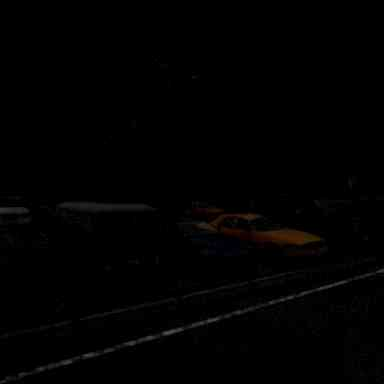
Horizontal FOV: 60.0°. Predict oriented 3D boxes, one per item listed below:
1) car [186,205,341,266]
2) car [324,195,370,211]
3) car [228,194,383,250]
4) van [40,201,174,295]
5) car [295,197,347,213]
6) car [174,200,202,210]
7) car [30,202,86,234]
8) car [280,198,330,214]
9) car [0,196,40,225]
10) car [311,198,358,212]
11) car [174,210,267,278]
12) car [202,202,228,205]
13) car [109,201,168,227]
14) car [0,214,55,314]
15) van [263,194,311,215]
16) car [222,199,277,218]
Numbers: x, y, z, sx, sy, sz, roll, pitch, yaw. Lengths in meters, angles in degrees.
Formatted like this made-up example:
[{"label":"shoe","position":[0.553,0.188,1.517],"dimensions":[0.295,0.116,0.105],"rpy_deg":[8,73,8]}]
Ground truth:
[{"label":"car","position":[2.203,1.468,11.946],"dimensions":[1.946,1.575,5.366],"rpy_deg":[0,0,-36]},{"label":"car","position":[18.615,1.251,40.034],"dimensions":[2.185,1.767,4.553],"rpy_deg":[0,0,-36]},{"label":"car","position":[4.392,1.211,13.704],"dimensions":[2.435,2.045,5.566],"rpy_deg":[0,0,-36]},{"label":"van","position":[-2.533,1.263,8.930],"dimensions":[1.878,1.987,4.442],"rpy_deg":[0,0,-36]},{"label":"car","position":[14.122,1.393,36.775],"dimensions":[2.097,1.535,5.008],"rpy_deg":[0,0,-36]},{"label":"car","position":[-1.701,1.485,25.498],"dimensions":[2.163,1.488,4.792],"rpy_deg":[0,0,-36]},{"label":"car","position":[-8.460,1.483,20.634],"dimensions":[2.097,1.535,5.008],"rpy_deg":[0,0,-36]},{"label":"car","position":[11.862,1.442,35.160],"dimensions":[2.002,1.452,4.674],"rpy_deg":[0,0,-36]},{"label":"car","position":[-10.698,1.241,18.991],"dimensions":[2.435,2.045,5.566],"rpy_deg":[0,0,-36]},{"label":"car","position":[16.377,1.425,38.392],"dimensions":[2.002,1.452,4.674],"rpy_deg":[0,0,-36]},{"label":"car","position":[-0.186,1.520,10.468],"dimensions":[2.002,1.452,4.674],"rpy_deg":[0,0,-36]},{"label":"car","position":[0.681,1.444,26.938],"dimensions":[1.946,1.575,5.366],"rpy_deg":[0,0,-36]},{"label":"car","position":[-3.945,1.466,23.865],"dimensions":[2.231,1.521,4.892],"rpy_deg":[0,0,-36]},{"label":"car","position":[-4.741,1.498,7.200],"dimensions":[2.097,1.535,5.008],"rpy_deg":[0,0,-36]},{"label":"van","position":[9.534,1.185,33.643],"dimensions":[1.878,1.987,4.442],"rpy_deg":[0,0,-36]},{"label":"car","position":[5.106,1.458,30.296],"dimensions":[2.163,1.488,4.792],"rpy_deg":[0,0,-36]}]
